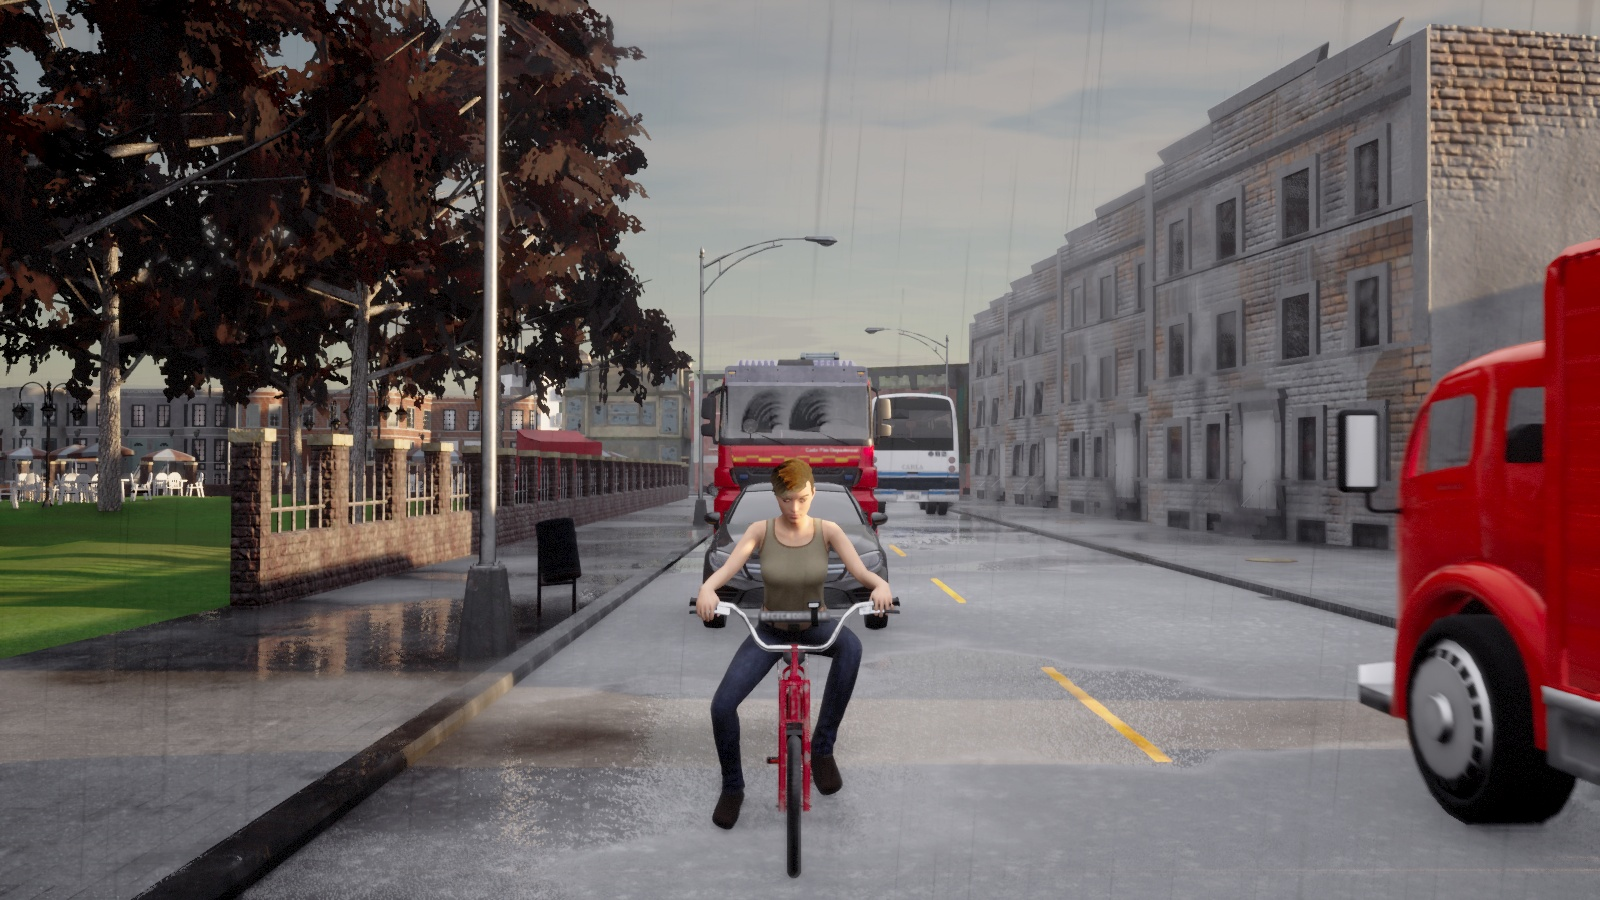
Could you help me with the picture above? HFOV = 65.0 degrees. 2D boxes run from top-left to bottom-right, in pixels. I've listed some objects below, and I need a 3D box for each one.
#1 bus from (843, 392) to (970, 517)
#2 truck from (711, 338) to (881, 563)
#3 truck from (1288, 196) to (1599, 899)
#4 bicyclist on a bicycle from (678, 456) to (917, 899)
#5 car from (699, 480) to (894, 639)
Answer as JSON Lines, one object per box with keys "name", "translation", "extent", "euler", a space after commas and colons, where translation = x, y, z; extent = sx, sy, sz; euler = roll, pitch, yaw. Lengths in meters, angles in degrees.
{"name": "bus", "translation": [3.818, 0.229, 48.150], "extent": [3.944, 4.253, 10.273], "euler": [0, -1, 0]}
{"name": "truck", "translation": [-0.086, 0.079, 25.617], "extent": [2.891, 3.827, 8.468], "euler": [0, -1, 0]}
{"name": "truck", "translation": [3.985, 0.383, 4.225], "extent": [2.627, 2.467, 5.204], "euler": [0, -1, 0]}
{"name": "bicyclist on a bicycle", "translation": [-0.018, 0.841, 5.330], "extent": [0.866, 1.612, 1.509], "euler": [0, -1, -1]}
{"name": "car", "translation": [-0.041, 1.076, 14.025], "extent": [1.812, 1.442, 4.674], "euler": [0, -1, 0]}
